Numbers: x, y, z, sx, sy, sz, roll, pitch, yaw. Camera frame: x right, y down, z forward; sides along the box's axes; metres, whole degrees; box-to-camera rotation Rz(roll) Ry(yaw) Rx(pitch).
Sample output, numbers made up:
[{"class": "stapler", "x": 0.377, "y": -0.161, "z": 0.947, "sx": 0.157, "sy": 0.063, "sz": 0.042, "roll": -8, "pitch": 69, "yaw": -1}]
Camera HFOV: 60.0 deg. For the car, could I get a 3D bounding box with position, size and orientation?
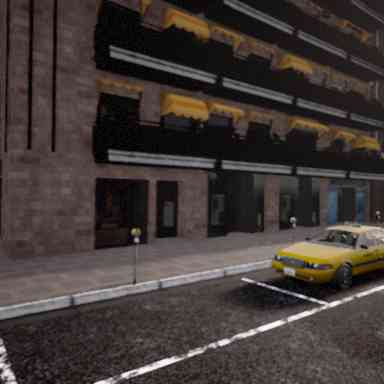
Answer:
[{"class": "car", "x": 4.225, "y": 1.521, "z": 9.089, "sx": 4.829, "sy": 1.417, "sz": 1.752, "roll": 0, "pitch": 1, "yaw": -35}]
